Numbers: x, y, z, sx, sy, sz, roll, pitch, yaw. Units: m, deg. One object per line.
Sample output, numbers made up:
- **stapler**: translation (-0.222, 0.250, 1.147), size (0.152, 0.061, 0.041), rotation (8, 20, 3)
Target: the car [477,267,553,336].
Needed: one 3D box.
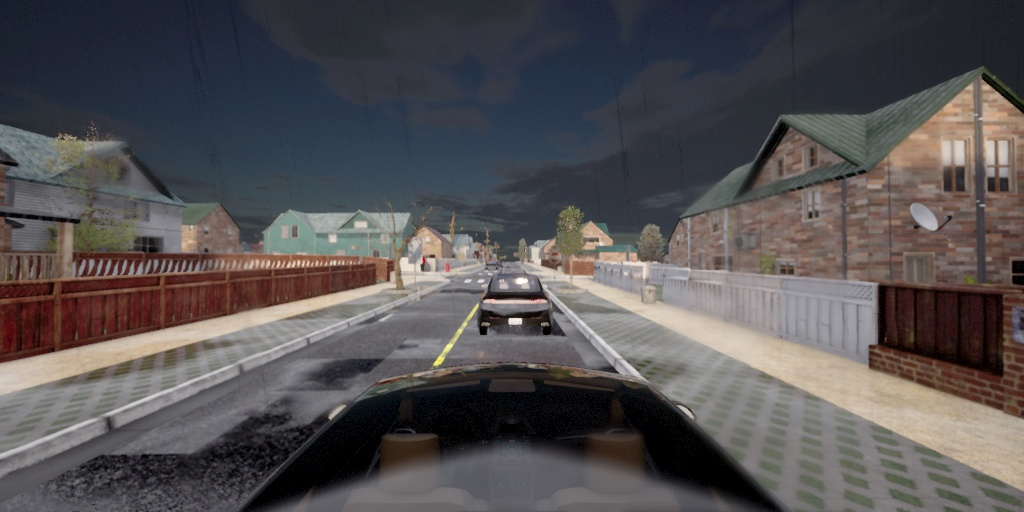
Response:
- **car**: translation (0.078, 1.245, 10.422), size (2.128, 1.511, 4.902), rotation (0, 0, 0)

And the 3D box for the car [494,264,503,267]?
- **car**: translation (0.054, 1.365, 21.385), size (1.895, 1.301, 4.718), rotation (0, 0, 0)

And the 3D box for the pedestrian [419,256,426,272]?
- **pedestrian**: translation (-9.686, 0.814, 38.796), size (0.375, 1.860, 0.375), rotation (0, -2, 0)

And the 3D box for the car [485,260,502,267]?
- **car**: translation (-2.917, 1.376, 51.941), size (2.033, 1.411, 5.357), rotation (0, 0, 0)
